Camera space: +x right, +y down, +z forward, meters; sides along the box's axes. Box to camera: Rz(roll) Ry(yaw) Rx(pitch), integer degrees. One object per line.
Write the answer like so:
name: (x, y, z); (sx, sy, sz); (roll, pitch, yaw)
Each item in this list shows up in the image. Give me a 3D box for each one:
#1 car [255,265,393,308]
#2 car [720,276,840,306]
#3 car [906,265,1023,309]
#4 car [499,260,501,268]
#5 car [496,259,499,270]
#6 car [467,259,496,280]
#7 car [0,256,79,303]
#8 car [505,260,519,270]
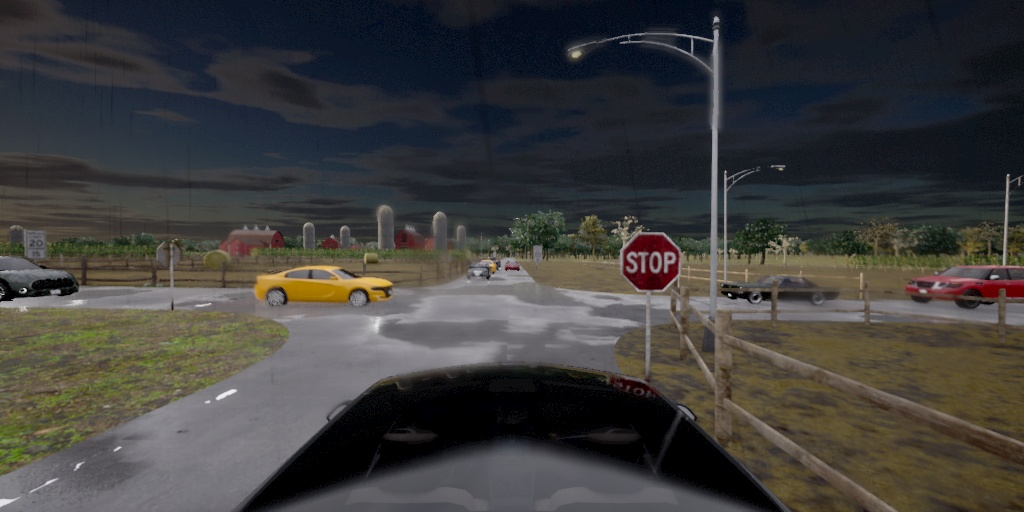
car: (-7.331, 1.149, 14.261); (5.008, 1.535, 1.882); (1, 1, 0)
car: (12.734, 1.615, 17.351); (4.718, 1.301, 1.895); (1, 1, 0)
car: (22.731, 1.452, 17.412); (5.566, 2.045, 2.150); (1, 1, 0)
car: (-2.885, 1.304, 51.255); (1.994, 1.385, 4.181); (0, 0, 0)
car: (-2.884, 1.226, 41.204); (1.882, 1.535, 5.008); (0, 0, 0)
car: (-2.842, 1.246, 31.807); (2.128, 1.511, 4.902); (0, 0, -1)
car: (-20.289, 0.805, 14.168); (4.553, 1.767, 2.097); (1, 1, 0)
car: (0.046, 1.304, 51.164); (1.994, 1.385, 4.181); (0, 0, 0)
